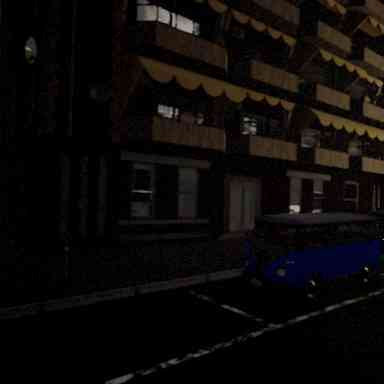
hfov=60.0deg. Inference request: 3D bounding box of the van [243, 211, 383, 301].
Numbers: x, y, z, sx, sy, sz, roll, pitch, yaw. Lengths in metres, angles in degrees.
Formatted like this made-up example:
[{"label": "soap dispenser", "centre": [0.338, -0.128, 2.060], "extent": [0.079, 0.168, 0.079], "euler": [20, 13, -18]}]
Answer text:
[{"label": "van", "centre": [3.088, 1.438, 8.316], "extent": [3.998, 1.788, 1.690], "euler": [1, 1, -36]}]
